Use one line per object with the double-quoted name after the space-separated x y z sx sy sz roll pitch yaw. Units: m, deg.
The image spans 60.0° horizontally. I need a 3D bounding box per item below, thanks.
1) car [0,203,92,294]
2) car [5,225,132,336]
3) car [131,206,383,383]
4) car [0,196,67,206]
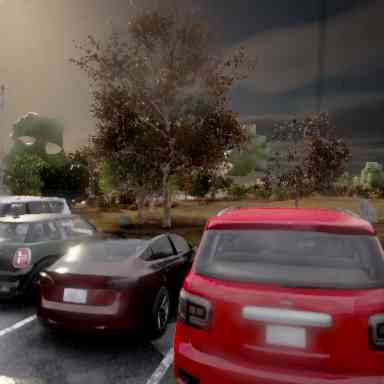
-3.458 1.323 8.500 2.185 1.767 4.553 1 0 15 "car"
-1.013 1.501 6.851 2.163 1.488 4.792 0 -1 15 "car"
1.419 1.233 5.136 2.435 2.045 5.566 0 -1 15 "car"
-5.893 1.166 10.198 2.435 2.045 5.566 1 0 15 "car"
